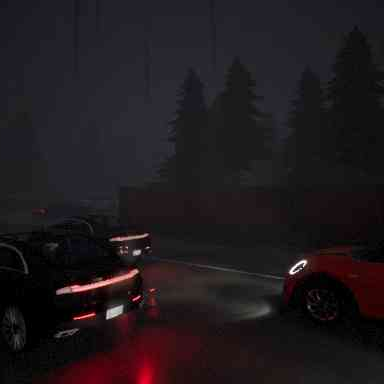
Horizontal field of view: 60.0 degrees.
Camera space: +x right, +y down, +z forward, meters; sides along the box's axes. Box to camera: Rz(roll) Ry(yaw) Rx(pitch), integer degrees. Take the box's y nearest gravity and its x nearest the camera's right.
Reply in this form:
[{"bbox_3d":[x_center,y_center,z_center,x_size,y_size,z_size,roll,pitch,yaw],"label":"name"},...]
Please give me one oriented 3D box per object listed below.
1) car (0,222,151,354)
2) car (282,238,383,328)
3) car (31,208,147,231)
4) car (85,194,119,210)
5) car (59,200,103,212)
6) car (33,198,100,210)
[{"bbox_3d":[-3.061,1.492,6.147,4.902,1.511,2.128,0,0,36],"label":"car"},{"bbox_3d":[3.885,1.352,5.521,4.553,1.767,2.097,0,0,36],"label":"car"},{"bbox_3d":[-3.496,1.492,10.801,4.902,1.511,2.128,0,0,37],"label":"car"},{"bbox_3d":[-10.527,1.221,36.578,2.150,2.045,5.566,0,0,32],"label":"car"},{"bbox_3d":[-12.947,1.601,39.131,1.895,1.301,4.718,0,0,35],"label":"car"},{"bbox_3d":[-11.154,1.547,29.149,2.033,1.411,5.357,0,0,35],"label":"car"}]
